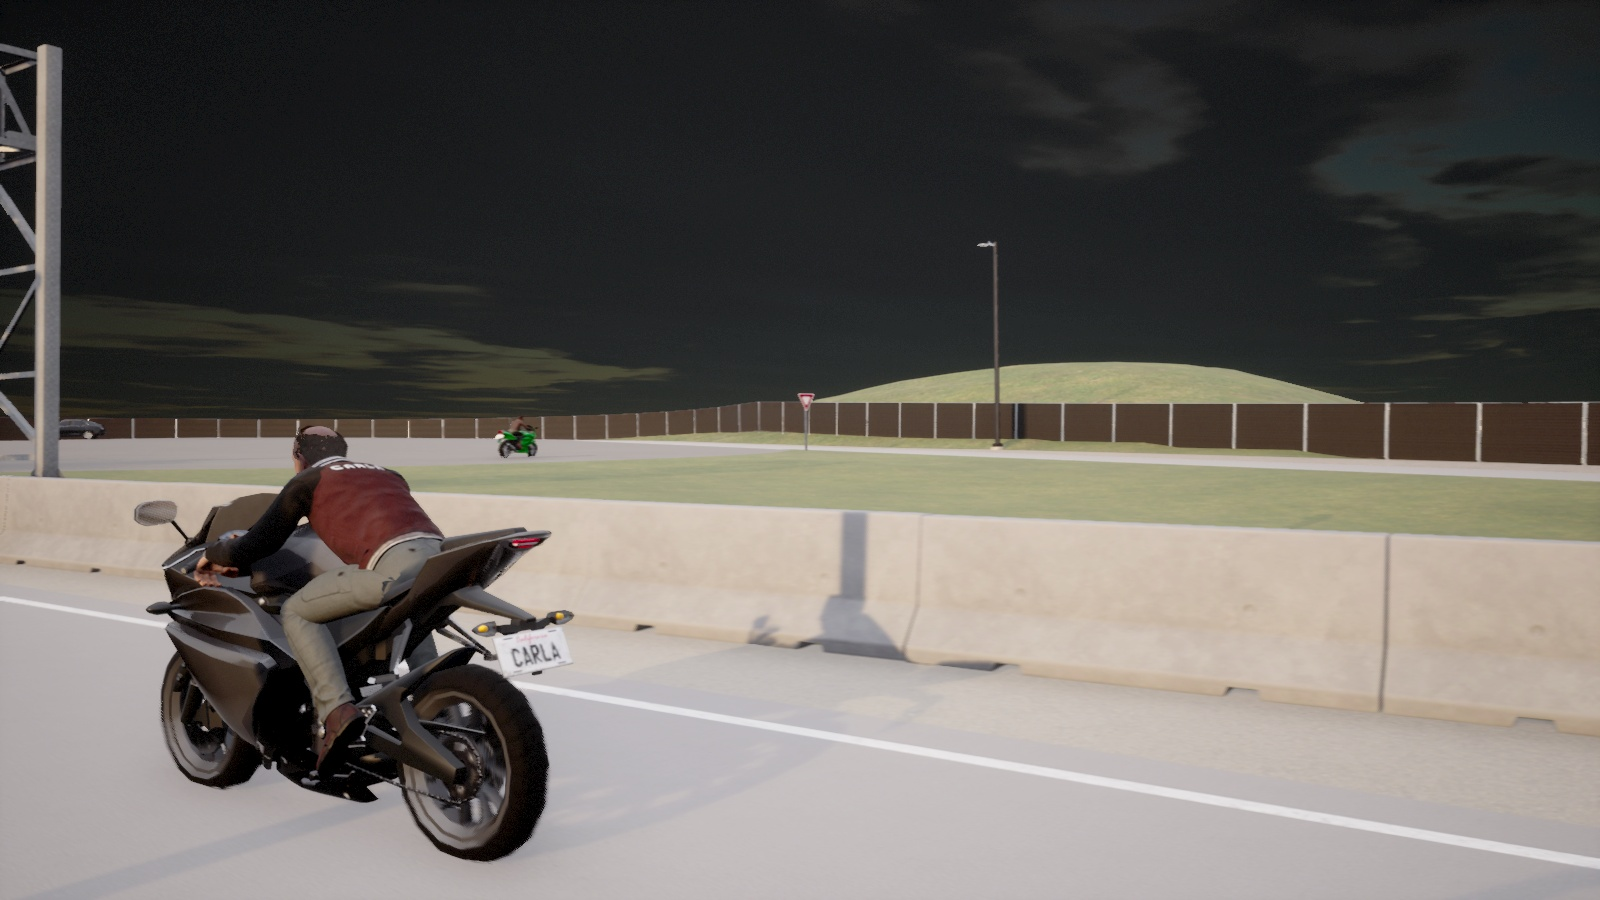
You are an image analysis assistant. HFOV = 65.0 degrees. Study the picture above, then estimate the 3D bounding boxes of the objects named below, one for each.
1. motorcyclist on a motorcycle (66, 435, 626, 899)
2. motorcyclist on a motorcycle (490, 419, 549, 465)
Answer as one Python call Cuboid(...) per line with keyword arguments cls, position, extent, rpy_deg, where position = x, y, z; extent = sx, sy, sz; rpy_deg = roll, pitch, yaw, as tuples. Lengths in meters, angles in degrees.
Cuboid(cls="motorcyclist on a motorcycle", position=(-1.793, 0.718, 4.816), extent=(2.191, 1.530, 0.866), rpy_deg=(0, 1, 34))
Cuboid(cls="motorcyclist on a motorcycle", position=(-9.787, -0.295, 43.888), extent=(0.797, 1.523, 2.044), rpy_deg=(-1, 1, 28))
